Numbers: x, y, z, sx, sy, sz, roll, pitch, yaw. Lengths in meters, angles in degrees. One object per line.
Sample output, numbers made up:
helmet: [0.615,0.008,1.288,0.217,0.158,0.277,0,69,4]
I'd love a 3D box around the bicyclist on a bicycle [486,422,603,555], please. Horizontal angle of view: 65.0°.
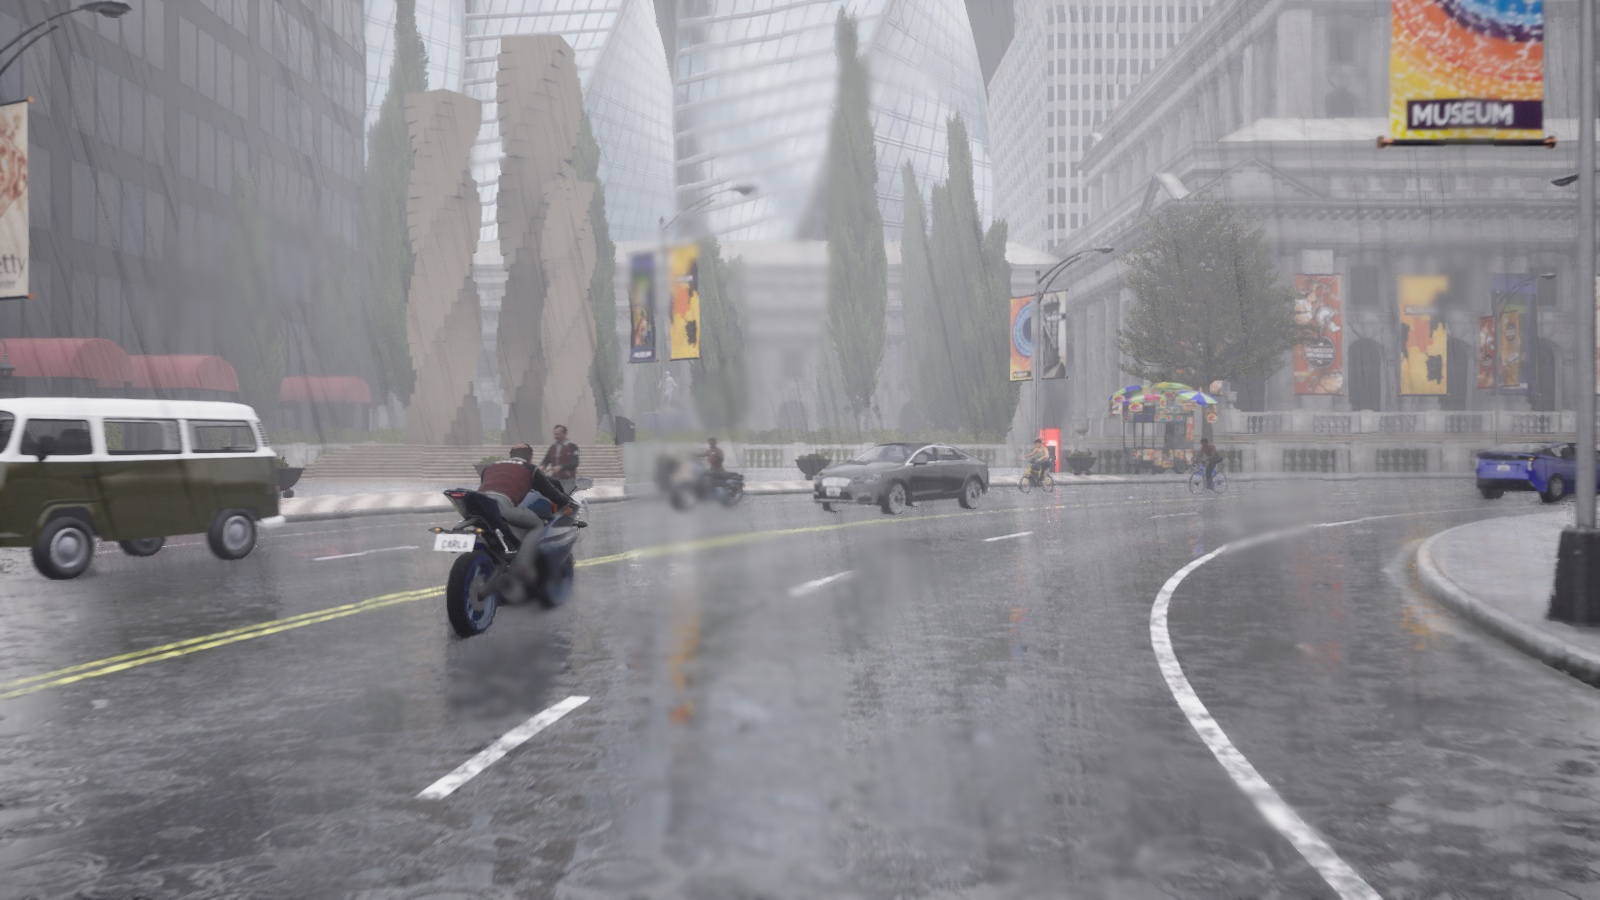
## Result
bicyclist on a bicycle: [-3.572,0.514,17.714,0.659,1.776,1.843,1,0,24]

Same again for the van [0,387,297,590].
van: [-8.386,0.378,14.874,2.069,2.038,4.480,0,0,19]

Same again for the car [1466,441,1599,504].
car: [19.503,0.530,32.285,4.514,1.525,2.007,0,0,-28]

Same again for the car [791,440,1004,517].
car: [2.230,0.550,27.389,2.128,1.511,4.902,0,0,41]

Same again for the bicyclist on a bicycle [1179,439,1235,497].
bicyclist on a bicycle: [11.610,0.508,35.826,1.656,1.620,0.582,-1,1,-33]

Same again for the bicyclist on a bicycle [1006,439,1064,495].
bicyclist on a bicycle: [6.878,0.482,36.771,1.509,1.612,0.866,0,1,-38]

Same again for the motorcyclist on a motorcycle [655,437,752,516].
motorcyclist on a motorcycle: [-2.081,0.540,27.521,0.766,1.649,2.350,1,1,37]

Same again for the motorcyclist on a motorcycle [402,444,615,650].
motorcyclist on a motorcycle: [-2.365,0.720,10.544,0.866,1.530,2.191,0,0,13]
